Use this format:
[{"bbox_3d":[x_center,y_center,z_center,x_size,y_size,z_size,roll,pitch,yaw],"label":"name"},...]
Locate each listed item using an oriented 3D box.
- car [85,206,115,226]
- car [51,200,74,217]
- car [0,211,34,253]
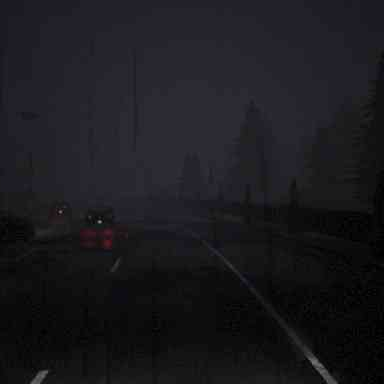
[{"bbox_3d":[-6.538,1.665,23.889,1.895,1.301,4.718,0,0,-13],"label":"car"},{"bbox_3d":[-13.045,1.605,33.333,1.837,1.490,4.892,0,0,-19],"label":"car"},{"bbox_3d":[-8.156,1.541,13.823,2.128,1.511,4.902,0,0,-8],"label":"car"}]
